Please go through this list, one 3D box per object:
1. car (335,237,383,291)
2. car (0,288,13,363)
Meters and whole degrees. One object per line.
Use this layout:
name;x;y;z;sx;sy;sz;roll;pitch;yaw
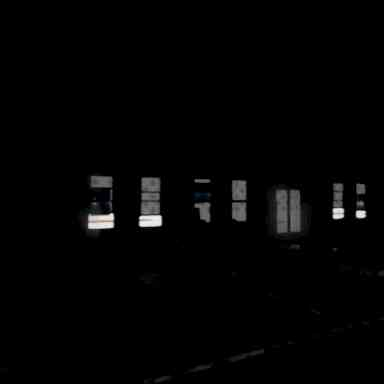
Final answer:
car;5.684;1.796;8.794;4.206;1.307;1.802;1;-2;-28
car;-4.376;1.664;3.467;4.403;1.369;2.008;1;-2;-28
